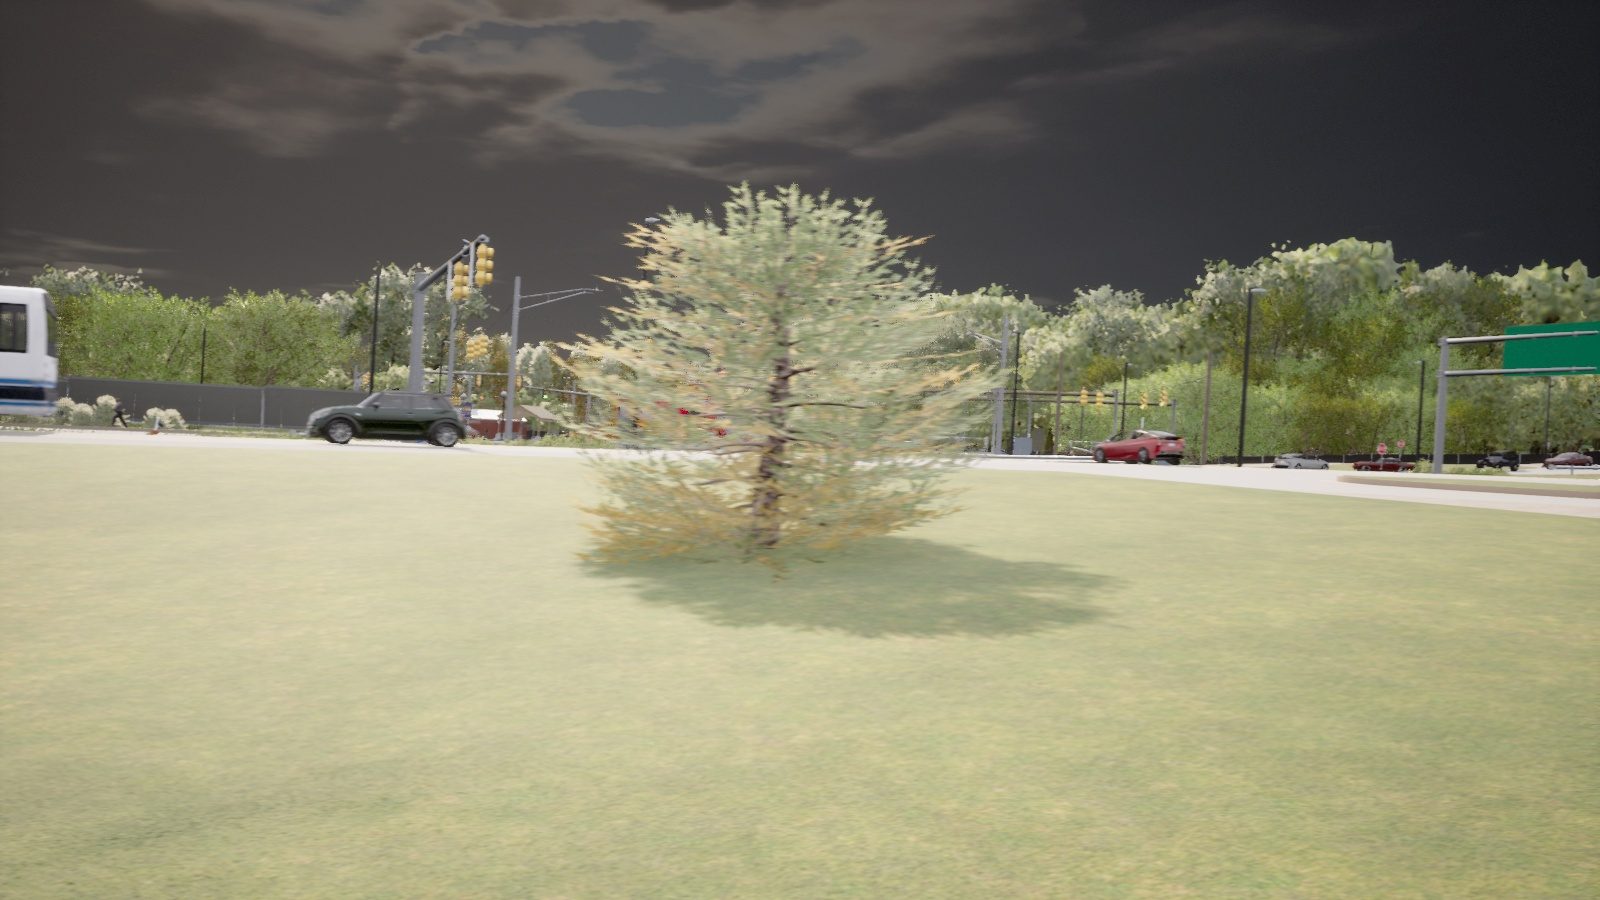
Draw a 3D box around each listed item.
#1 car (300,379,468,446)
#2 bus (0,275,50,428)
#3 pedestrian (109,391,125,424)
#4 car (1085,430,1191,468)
[{"bbox_3d":[-12.577,-1.109,37.981,4.553,1.767,2.097,2,1,-25],"label":"car"},{"bbox_3d":[-27.166,-2.986,35.006,10.273,4.253,3.944,2,1,-25],"label":"bus"},{"bbox_3d":[-40.147,-2.488,73.796,0.694,1.848,0.540,4,0,-25],"label":"pedestrian"},{"bbox_3d":[14.729,-0.019,54.912,2.007,1.525,4.514,2,-2,-25],"label":"car"}]
